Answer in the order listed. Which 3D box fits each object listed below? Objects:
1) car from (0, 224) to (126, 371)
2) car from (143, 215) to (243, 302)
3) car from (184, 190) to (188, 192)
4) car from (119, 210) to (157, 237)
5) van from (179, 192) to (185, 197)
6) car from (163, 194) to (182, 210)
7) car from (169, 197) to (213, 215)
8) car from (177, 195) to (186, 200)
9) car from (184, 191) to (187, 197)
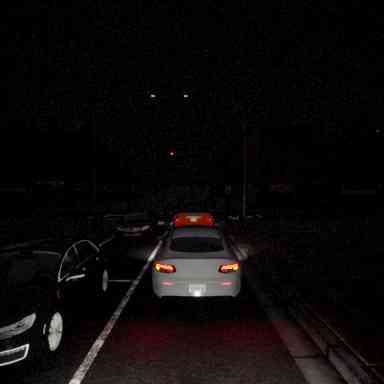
[{"bbox_3d":[-2.666,1.548,5.830,2.008,1.369,4.403,-2,0,0],"label":"car"},{"bbox_3d":[0.090,1.523,8.123,1.812,1.442,4.674,0,0,0],"label":"car"},{"bbox_3d":[-2.777,1.131,93.371,2.192,1.841,5.009,-1,1,0],"label":"car"},{"bbox_3d":[-2.680,1.582,16.724,1.802,1.307,4.206,-2,0,0],"label":"car"},{"bbox_3d":[-2.748,1.359,65.658,1.690,1.788,3.998,-1,0,0],"label":"van"},{"bbox_3d":[-2.721,1.483,43.502,1.967,1.590,4.097,-2,0,0],"label":"car"},{"bbox_3d":[0.076,1.353,18.086,2.097,1.767,4.553,0,0,0],"label":"car"},{"bbox_3d":[-2.768,1.429,87.822,2.008,1.369,4.403,-1,0,0],"label":"car"},{"bbox_3d":[-2.755,1.307,71.201,2.192,1.841,5.009,-1,0,0],"label":"car"}]
